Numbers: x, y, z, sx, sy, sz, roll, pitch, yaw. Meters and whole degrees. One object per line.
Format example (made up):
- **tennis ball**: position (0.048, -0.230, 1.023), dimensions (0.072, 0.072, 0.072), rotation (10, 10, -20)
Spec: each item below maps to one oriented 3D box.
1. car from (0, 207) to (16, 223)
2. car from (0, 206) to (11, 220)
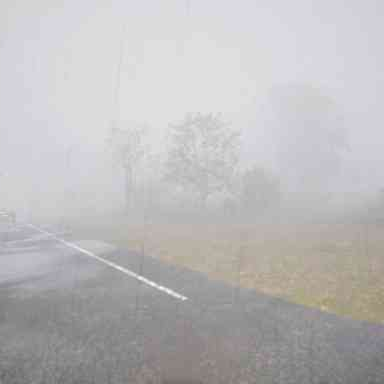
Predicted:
- **car**: position (-20.515, 2.699, 36.530), dimensions (2.128, 1.511, 4.902), rotation (-3, 0, -32)
- **car**: position (-26.032, 2.883, 45.409), dimensions (2.097, 1.767, 4.553), rotation (-3, 0, -32)
